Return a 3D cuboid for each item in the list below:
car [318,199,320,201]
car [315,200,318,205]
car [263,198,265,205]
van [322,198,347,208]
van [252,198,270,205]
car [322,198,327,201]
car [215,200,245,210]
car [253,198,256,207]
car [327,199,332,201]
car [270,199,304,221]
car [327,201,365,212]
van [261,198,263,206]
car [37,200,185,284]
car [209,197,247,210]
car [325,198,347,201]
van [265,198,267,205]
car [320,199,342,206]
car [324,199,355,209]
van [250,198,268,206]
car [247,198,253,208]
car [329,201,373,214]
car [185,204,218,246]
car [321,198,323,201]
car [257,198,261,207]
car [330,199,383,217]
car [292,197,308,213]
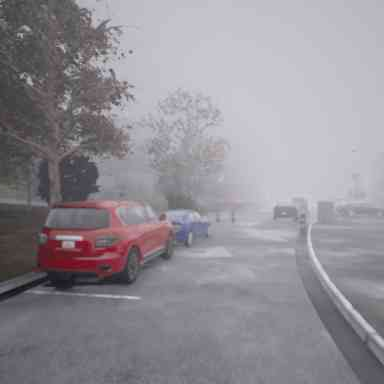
[{"bbox_3d":[29.150,2.412,67.774,5.008,1.535,2.097,1,-1,-1],"label":"car"},{"bbox_3d":[33.072,2.392,78.849,5.566,2.045,2.435,1,-1,-1],"label":"car"},{"bbox_3d":[14.313,2.661,79.260,4.674,1.452,2.002,-1,-1,-1],"label":"car"},{"bbox_3d":[30.246,2.244,70.549,4.442,1.987,1.878,1,-1,-1],"label":"van"},{"bbox_3d":[19.299,2.702,93.165,4.442,1.987,1.878,-1,-2,-1],"label":"van"},{"bbox_3d":[23.337,2.102,51.157,4.892,1.521,2.231,1,-1,-1],"label":"car"},{"bbox_3d":[6.484,2.226,57.039,4.792,1.488,2.163,-1,-1,-1],"label":"car"},{"bbox_3d":[9.408,2.378,65.375,4.792,1.488,2.163,-1,-1,-1],"label":"car"},{"bbox_3d":[19.451,1.901,40.089,4.892,1.521,2.231,1,0,-1],"label":"car"},{"bbox_3d":[8.236,1.597,28.684,1.882,1.535,5.008,0,-2,22],"label":"car"},{"bbox_3d":[22.360,2.091,48.395,4.674,1.452,2.002,1,-1,-1],"label":"car"},{"bbox_3d":[13.217,2.340,76.489,4.442,1.987,1.878,-1,-1,-1],"label":"van"},{"bbox_3d":[-2.152,1.261,9.959,2.435,2.045,5.566,0,0,12],"label":"car"},{"bbox_3d":[5.564,1.894,54.276,5.566,2.045,2.435,-1,-2,-1],"label":"car"},{"bbox_3d":[21.571,2.000,45.636,5.366,1.575,1.946,1,-1,-1],"label":"car"},{"bbox_3d":[15.399,2.454,82.056,4.442,1.987,1.878,-1,-2,-1],"label":"van"},{"bbox_3d":[34.045,2.578,81.603,4.553,1.767,2.185,1,-1,-1],"label":"car"},{"bbox_3d":[26.275,2.128,59.467,4.553,1.767,2.185,1,-1,-1],"label":"car"},{"bbox_3d":[18.090,2.640,90.375,4.442,1.987,1.878,-1,-1,-1],"label":"van"},{"bbox_3d":[8.490,2.171,62.603,4.553,1.767,2.185,-1,-1,-1],"label":"car"},{"bbox_3d":[20.417,1.991,42.858,4.674,1.452,2.002,1,-1,-1],"label":"car"},{"bbox_3d":[-0.511,1.546,15.723,2.097,1.535,5.008,0,0,18],"label":"car"},{"bbox_3d":[25.277,2.203,56.699,4.892,1.521,2.231,1,-1,-1],"label":"car"},{"bbox_3d":[11.394,2.454,70.930,4.892,1.521,2.231,-1,-1,-1],"label":"car"},{"bbox_3d":[17.500,1.801,34.561,4.892,1.521,2.231,1,-1,-1],"label":"car"},{"bbox_3d":[14.660,1.731,45.592,2.150,2.045,5.566,0,-1,20],"label":"car"}]
